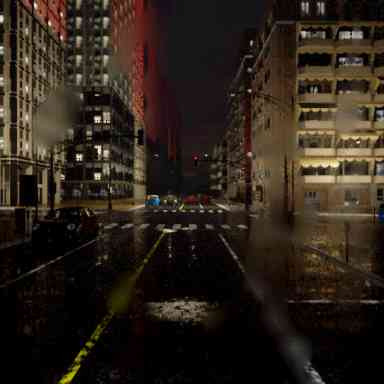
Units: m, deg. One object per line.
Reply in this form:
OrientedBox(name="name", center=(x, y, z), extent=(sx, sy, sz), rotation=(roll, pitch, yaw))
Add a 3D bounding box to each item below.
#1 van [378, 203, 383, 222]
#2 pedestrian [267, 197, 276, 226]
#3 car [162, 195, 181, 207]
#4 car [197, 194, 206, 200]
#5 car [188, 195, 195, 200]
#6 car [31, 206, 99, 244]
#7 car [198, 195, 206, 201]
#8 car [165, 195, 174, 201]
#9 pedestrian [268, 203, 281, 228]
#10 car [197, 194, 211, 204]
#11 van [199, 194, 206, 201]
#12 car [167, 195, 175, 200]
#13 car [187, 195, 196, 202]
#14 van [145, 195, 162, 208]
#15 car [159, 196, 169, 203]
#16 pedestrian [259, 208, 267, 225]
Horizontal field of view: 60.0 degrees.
OrientedBox(name="van", center=(16.897, 1.703, 26.166), extent=(3.998, 1.788, 1.690), rotation=(1, -1, 0))
OrientedBox(name="pedestrian", center=(4.919, 1.142, 20.152), extent=(0.375, 1.860, 0.375), rotation=(0, 0, 0))
OrientedBox(name="car", center=(-3.150, 1.360, 50.010), extent=(2.097, 1.767, 4.553), rotation=(0, 0, 0))
OrientedBox(name="car", center=(2.573, 1.350, 92.298), extent=(2.192, 1.841, 5.009), rotation=(0, 0, 0))
OrientedBox(name="car", center=(-0.107, 1.433, 87.388), extent=(1.994, 1.385, 4.181), rotation=(0, 0, 0))
OrientedBox(name="car", center=(-5.710, 1.439, 15.405), extent=(1.967, 1.590, 4.097), rotation=(0, 0, 0))
OrientedBox(name="car", center=(2.581, 1.581, 86.747), extent=(2.008, 1.369, 4.403), rotation=(0, 0, 0))
OrientedBox(name="car", center=(-5.800, 1.471, 86.735), extent=(1.967, 1.590, 4.097), rotation=(0, 0, 0))
OrientedBox(name="pedestrian", center=(4.828, 1.422, 19.511), extent=(0.375, 1.300, 0.375), rotation=(0, 0, 0))
OrientedBox(name="car", center=(2.608, 1.330, 64.544), extent=(2.192, 1.841, 5.009), rotation=(0, 0, 0))
OrientedBox(name="van", center=(2.587, 1.367, 81.197), extent=(1.690, 1.788, 3.998), rotation=(0, 0, 0))
OrientedBox(name="car", center=(-5.807, 1.561, 92.116), extent=(1.752, 1.417, 4.829), rotation=(0, 0, 0))
OrientedBox(name="car", center=(-0.094, 1.370, 77.318), extent=(2.097, 1.767, 4.553), rotation=(0, 0, 0))
OrientedBox(name="van", center=(-5.751, 1.347, 47.879), extent=(1.690, 1.788, 3.998), rotation=(0, 0, 0))
OrientedBox(name="car", center=(-5.778, 1.544, 69.913), extent=(1.752, 1.417, 4.829), rotation=(0, 0, 0))
OrientedBox(name="pedestrian", center=(4.426, 1.540, 20.752), extent=(0.500, 1.100, 0.500), rotation=(0, 0, 0))
